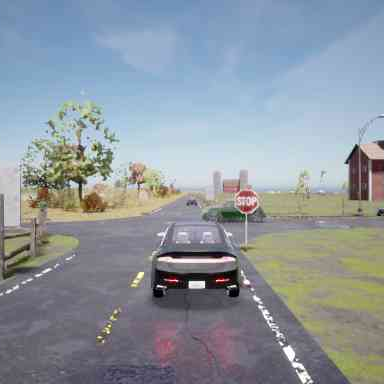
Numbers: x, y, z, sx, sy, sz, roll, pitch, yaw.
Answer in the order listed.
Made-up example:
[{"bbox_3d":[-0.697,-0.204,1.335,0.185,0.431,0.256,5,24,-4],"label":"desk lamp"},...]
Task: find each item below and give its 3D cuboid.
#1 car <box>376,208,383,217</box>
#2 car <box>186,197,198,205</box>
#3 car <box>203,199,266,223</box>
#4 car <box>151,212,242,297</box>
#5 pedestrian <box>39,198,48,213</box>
[{"bbox_3d":[16.425,1.277,24.083,5.357,1.411,2.033,-1,0,0],"label":"car"},{"bbox_3d":[-0.006,1.544,58.833,2.033,1.411,5.357,0,0,0],"label":"car"},{"bbox_3d":[2.937,1.275,24.162,4.553,1.767,2.097,-1,0,0],"label":"car"},{"bbox_3d":[0.084,1.490,8.532,2.128,1.511,4.902,0,0,0],"label":"car"},{"bbox_3d":[-12.207,1.413,27.278,0.375,1.860,0.375,0,1,0],"label":"pedestrian"}]
